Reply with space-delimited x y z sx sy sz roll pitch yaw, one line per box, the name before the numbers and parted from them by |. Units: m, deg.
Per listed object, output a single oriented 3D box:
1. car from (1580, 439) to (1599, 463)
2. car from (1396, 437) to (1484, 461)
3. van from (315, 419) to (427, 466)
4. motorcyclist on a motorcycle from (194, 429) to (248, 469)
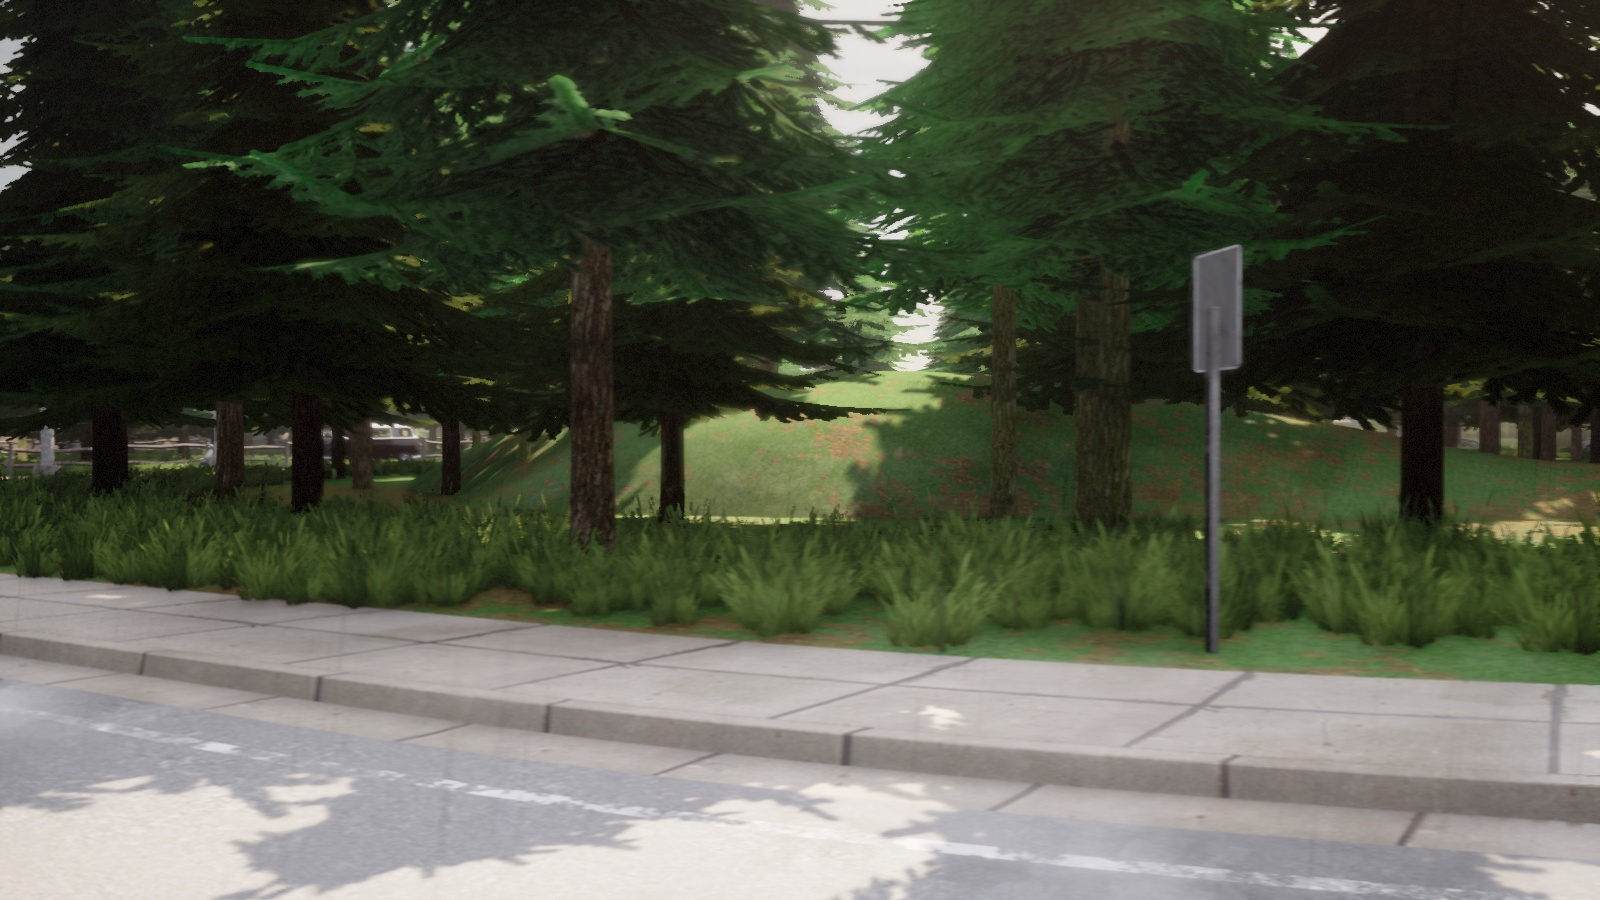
car | 47.247 0.061 72.061 4.181 1.385 1.994 1 1 32
car | 39.274 -0.084 77.104 4.674 1.442 1.812 1 1 32
van | -19.320 -0.361 56.757 2.069 2.038 4.480 1 1 33
motorcyclist on a motorcycle | -23.329 -0.059 50.639 0.866 1.590 1.817 1 1 32
